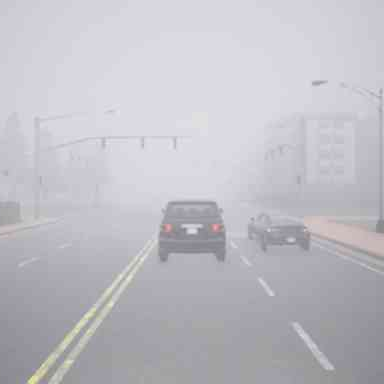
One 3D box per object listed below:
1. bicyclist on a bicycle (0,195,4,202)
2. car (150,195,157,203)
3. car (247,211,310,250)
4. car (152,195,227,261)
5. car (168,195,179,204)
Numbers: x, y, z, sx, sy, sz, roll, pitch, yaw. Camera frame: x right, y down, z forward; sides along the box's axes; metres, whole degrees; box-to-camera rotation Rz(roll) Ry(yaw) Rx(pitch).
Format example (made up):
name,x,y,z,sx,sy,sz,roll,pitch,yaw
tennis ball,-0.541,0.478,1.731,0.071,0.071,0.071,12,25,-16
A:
name,x,y,z,sx,sy,sz,roll,pitch,yaw
bicyclist on a bicycle,-25.816,1.261,44.875,0.582,1.620,1.656,0,0,-1
car,-7.045,1.420,65.096,1.882,1.535,5.008,0,0,0
car,3.542,1.513,14.091,1.812,1.442,4.674,0,0,1
car,0.024,1.212,12.350,2.150,2.045,5.566,0,0,0
car,-3.547,1.420,65.164,1.882,1.535,5.008,0,0,0
